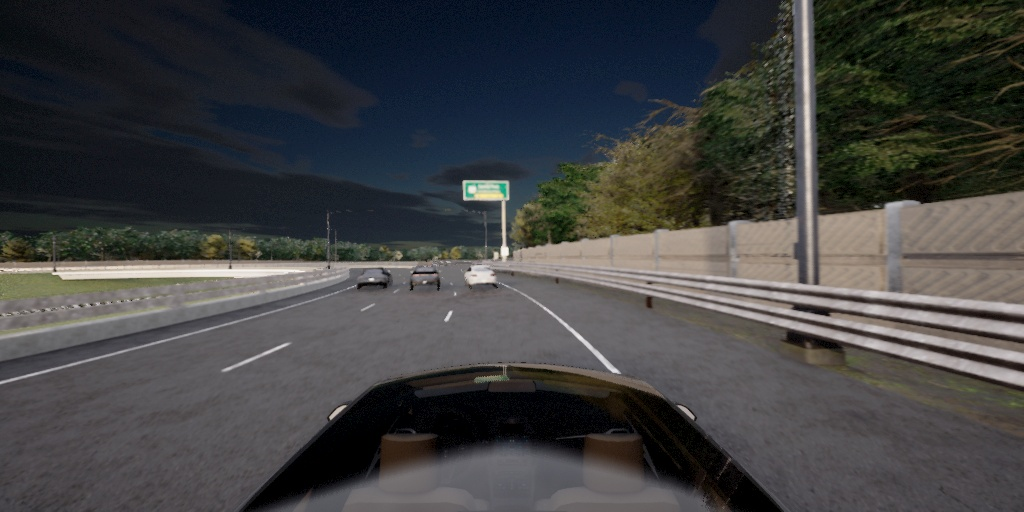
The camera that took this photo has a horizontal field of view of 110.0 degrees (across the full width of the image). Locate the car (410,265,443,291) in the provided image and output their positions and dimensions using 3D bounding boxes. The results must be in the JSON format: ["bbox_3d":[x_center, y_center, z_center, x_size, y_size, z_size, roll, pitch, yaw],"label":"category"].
[{"bbox_3d":[-5.628,1.357,23.566,2.128,1.511,4.902,-1,0,-11],"label":"car"}]

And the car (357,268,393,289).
[{"bbox_3d":[-9.580,1.509,25.285,1.994,1.385,4.181,-1,0,-13],"label":"car"}]

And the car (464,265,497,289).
[{"bbox_3d":[-2.126,1.322,23.841,1.812,1.442,4.674,-1,0,-11],"label":"car"}]
